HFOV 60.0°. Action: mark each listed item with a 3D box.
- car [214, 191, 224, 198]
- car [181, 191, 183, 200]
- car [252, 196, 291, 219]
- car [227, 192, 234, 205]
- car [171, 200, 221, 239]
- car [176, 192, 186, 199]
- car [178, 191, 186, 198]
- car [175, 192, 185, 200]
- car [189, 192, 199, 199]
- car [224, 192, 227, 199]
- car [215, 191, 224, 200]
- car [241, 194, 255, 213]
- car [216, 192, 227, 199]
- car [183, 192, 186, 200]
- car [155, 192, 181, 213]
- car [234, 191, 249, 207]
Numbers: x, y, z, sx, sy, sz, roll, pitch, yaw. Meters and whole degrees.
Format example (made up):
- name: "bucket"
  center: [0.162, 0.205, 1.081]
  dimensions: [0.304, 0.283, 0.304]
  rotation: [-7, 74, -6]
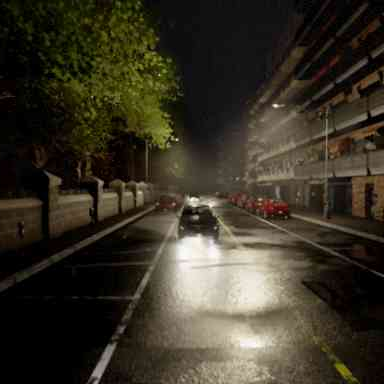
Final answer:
- name: "car"
  center: [6.166, 0.563, 75.921]
  dimensions: [1.752, 1.417, 4.829]
  rotation: [0, 1, 0]
- name: "car"
  center: [-2.277, 0.957, 36.352]
  dimensions: [1.967, 1.590, 4.097]
  rotation: [0, 1, 0]
- name: "car"
  center: [6.087, 1.218, 25.082]
  dimensions: [1.887, 1.381, 4.507]
  rotation: [0, 1, 0]
- name: "car"
  center: [6.112, 0.773, 41.968]
  dimensions: [2.192, 1.841, 5.009]
  rotation: [0, 1, 0]
- name: "car"
  center: [0.287, 1.330, 16.085]
  dimensions: [2.033, 1.411, 5.357]
  rotation: [0, 1, 0]
- name: "car"
  center: [-2.223, 0.645, 70.133]
  dimensions: [2.008, 1.369, 4.403]
  rotation: [0, 1, 0]
- name: "car"
  center: [-2.215, 0.554, 75.593]
  dimensions: [1.752, 1.417, 4.829]
  rotation: [0, 1, 0]
- name: "car"
  center: [-2.232, 0.690, 64.333]
  dimensions: [1.752, 1.417, 4.829]
  rotation: [0, 1, 0]
- name: "car"
  center: [0.465, 0.683, 68.444]
  dimensions: [1.994, 1.385, 4.181]
  rotation: [0, 1, 0]
- name: "car"
  center: [6.122, 0.826, 47.600]
  dimensions: [1.967, 1.590, 4.097]
  rotation: [0, 1, 0]
- name: "car"
  center: [6.148, 0.615, 64.489]
  dimensions: [1.967, 1.590, 4.097]
  rotation: [0, 1, 0]
- name: "car"
  center: [6.095, 1.146, 30.713]
  dimensions: [1.887, 1.381, 4.507]
  rotation: [0, 1, 0]
- name: "car"
  center: [6.158, 0.672, 70.121]
  dimensions: [1.947, 1.339, 4.313]
  rotation: [0, 1, 0]
- name: "car"
  center: [-2.258, 0.924, 47.614]
  dimensions: [2.008, 1.369, 4.403]
  rotation: [0, 1, 0]
- name: "car"
  center: [-2.286, 1.029, 30.724]
  dimensions: [1.967, 1.590, 4.097]
  rotation: [0, 1, 0]
- name: "car"
  center: [6.104, 0.969, 36.340]
  dimensions: [1.967, 1.590, 4.097]
  rotation: [0, 1, 0]
